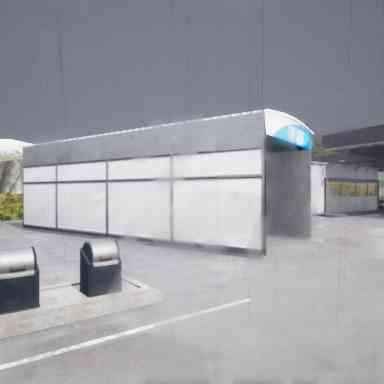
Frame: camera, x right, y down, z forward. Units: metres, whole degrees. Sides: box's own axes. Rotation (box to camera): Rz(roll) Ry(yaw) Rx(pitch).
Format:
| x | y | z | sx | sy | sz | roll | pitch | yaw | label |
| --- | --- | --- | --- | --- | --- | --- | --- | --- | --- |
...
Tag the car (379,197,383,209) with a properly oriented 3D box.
| x | y | z | sx | sy | sz | roll | pitch | yaw | label |
| --- | --- | --- | --- | --- | --- | --- | --- | --- | --- |
| 25.113 | 1.476 | 43.923 | 4.611 | 1.667 | 2.242 | 0 | 0 | -37 | car |
